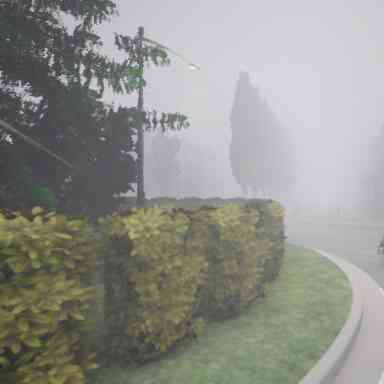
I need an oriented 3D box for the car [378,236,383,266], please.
[{"bbox_3d":[6.333,1.551,8.592,1.882,1.535,5.008,0,0,18],"label":"car"}]
